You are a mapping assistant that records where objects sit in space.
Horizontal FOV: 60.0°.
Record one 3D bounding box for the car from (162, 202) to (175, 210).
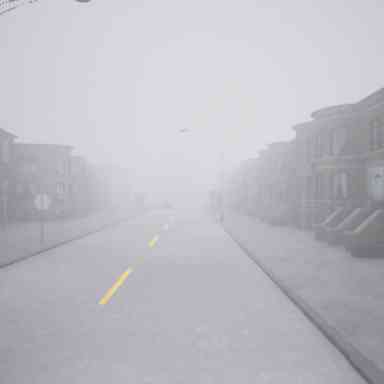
[{"bbox_3d":[-4.041,2.321,56.918,1.895,1.301,4.718,0,-1,1],"label":"car"}]
